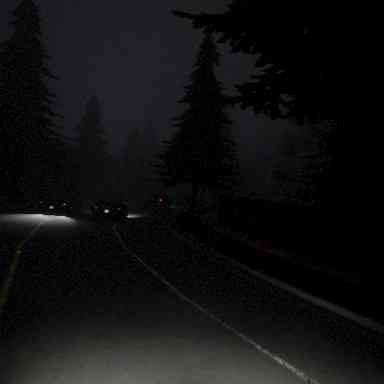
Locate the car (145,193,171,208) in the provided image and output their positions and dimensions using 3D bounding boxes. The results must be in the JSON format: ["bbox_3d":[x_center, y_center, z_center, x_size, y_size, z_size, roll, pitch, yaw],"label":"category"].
[{"bbox_3d":[-3.849,0.887,39.035,2.097,1.767,4.553,5,0,10],"label":"car"}]

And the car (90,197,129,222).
[{"bbox_3d":[-5.121,1.033,21.083,1.994,1.385,4.181,5,0,-7],"label":"car"}]

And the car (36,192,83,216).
[{"bbox_3d":[-8.580,0.713,21.990,1.994,1.385,4.181,5,0,-4],"label":"car"}]
